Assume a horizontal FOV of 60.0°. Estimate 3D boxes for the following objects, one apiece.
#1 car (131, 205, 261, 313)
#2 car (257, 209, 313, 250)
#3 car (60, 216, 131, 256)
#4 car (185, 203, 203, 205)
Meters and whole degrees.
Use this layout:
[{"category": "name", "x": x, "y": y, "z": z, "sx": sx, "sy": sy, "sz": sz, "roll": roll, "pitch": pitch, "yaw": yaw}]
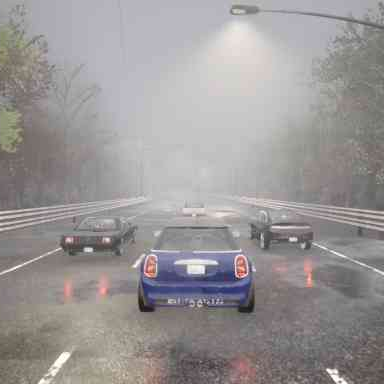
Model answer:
[{"category": "car", "x": 0.113, "y": 1.350, "z": 7.837, "sx": 2.097, "sy": 1.767, "sz": 4.553, "roll": 0, "pitch": 0, "yaw": 1}, {"category": "car", "x": 3.634, "y": 1.486, "z": 14.325, "sx": 2.128, "sy": 1.511, "sz": 4.902, "roll": 0, "pitch": 0, "yaw": 0}, {"category": "car", "x": -3.369, "y": 1.596, "z": 13.072, "sx": 1.895, "sy": 1.301, "sz": 4.718, "roll": 0, "pitch": 0, "yaw": 0}, {"category": "car", "x": 0.171, "y": 1.581, "z": 29.111, "sx": 1.895, "sy": 1.301, "sz": 4.718, "roll": 0, "pitch": 0, "yaw": 0}]
